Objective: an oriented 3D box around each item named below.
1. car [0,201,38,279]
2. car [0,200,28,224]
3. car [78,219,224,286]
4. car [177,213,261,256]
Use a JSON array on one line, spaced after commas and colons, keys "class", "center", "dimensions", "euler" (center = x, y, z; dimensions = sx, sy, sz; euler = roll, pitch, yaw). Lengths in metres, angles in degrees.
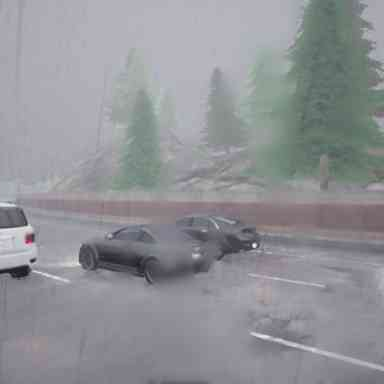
[{"class": "car", "center": [-6.389, 1.299, 9.198], "dimensions": [5.566, 2.045, 2.150], "euler": [-1, 0, 40]}, {"class": "car", "center": [-15.634, 1.574, 28.065], "dimensions": [2.097, 1.767, 4.553], "euler": [0, 0, -42]}, {"class": "car", "center": [-1.449, 1.625, 9.688], "dimensions": [4.181, 1.385, 1.994], "euler": [0, 0, 38]}, {"class": "car", "center": [0.238, 1.578, 12.811], "dimensions": [4.892, 1.490, 1.837], "euler": [0, 0, 39]}]
